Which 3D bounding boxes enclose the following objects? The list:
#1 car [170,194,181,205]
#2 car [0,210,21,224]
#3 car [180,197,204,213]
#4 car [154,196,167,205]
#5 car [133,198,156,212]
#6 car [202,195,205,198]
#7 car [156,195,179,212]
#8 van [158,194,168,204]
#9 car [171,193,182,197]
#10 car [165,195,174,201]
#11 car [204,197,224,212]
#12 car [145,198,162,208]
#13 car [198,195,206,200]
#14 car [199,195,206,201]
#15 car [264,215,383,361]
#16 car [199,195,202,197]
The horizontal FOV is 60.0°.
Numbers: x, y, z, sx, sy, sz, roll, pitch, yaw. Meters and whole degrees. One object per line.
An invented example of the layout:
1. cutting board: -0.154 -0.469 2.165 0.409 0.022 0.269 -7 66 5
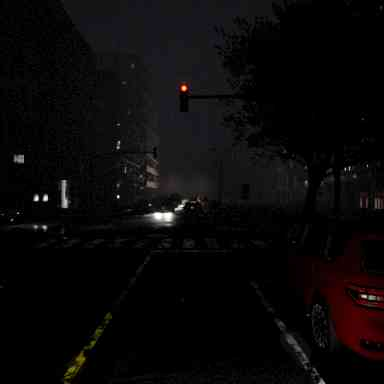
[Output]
1. car: -3.071 1.500 49.430 1.882 1.535 5.008 0 0 0
2. car: -13.643 1.433 21.322 4.718 1.301 1.895 1 0 3
3. car: 0.060 1.575 36.575 1.994 1.385 4.181 0 0 1
4. car: -5.670 1.476 60.444 1.967 1.590 4.097 0 0 0
5. car: -5.677 1.563 38.312 2.008 1.369 4.403 0 0 0
6. car: 2.706 1.548 49.545 1.752 1.417 4.829 0 0 0
7. car: -3.081 1.505 39.209 2.128 1.511 4.902 0 0 2
8. van: -5.669 1.384 65.977 1.690 1.788 3.998 0 0 0
9. car: -3.048 1.257 60.142 2.150 2.045 5.566 0 0 0
10. car: -5.664 1.507 82.574 1.967 1.590 4.097 0 0 0
11. car: 2.703 1.557 38.310 1.887 1.381 4.507 0 0 0
12. car: -5.674 1.573 49.378 2.008 1.369 4.403 0 0 0
13. car: 2.719 1.638 93.637 2.008 1.369 4.403 0 0 0
14. car: 2.718 1.621 88.104 1.887 1.381 4.507 0 0 0
15. car: 2.695 1.315 5.922 2.192 1.841 5.009 0 0 0
16. car: 2.711 1.625 65.973 1.802 1.307 4.206 0 0 0
